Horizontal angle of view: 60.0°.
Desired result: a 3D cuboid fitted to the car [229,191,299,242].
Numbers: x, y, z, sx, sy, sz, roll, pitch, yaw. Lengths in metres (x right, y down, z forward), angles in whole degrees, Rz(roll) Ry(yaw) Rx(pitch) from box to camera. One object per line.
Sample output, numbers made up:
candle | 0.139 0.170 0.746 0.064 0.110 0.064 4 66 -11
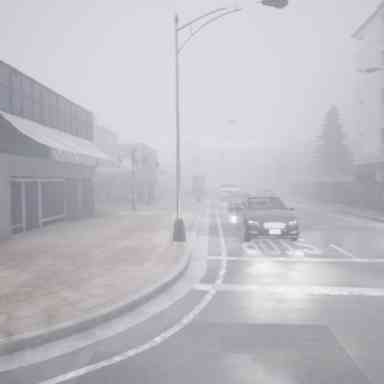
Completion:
car | 2.769 0.920 12.993 2.128 1.511 4.902 -1 2 3

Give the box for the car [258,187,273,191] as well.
car | 7.806 0.162 36.208 2.128 1.511 4.902 -1 2 4

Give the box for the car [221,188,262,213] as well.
car | 3.378 0.652 23.494 2.033 1.411 5.357 -1 2 3

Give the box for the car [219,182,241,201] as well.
car | 4.195 -0.096 37.176 2.150 2.045 5.566 -1 2 4
